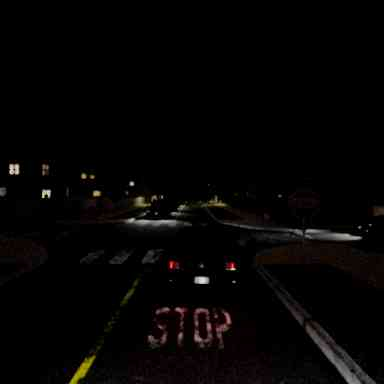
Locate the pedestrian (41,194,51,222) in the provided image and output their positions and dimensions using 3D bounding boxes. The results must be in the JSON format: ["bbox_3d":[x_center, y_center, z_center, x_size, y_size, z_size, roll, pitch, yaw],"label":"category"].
[{"bbox_3d":[-9.628,1.023,21.860,0.375,1.860,0.375,0,-2,0],"label":"pedestrian"}]

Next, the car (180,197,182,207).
[{"bbox_3d":[-2.840,1.578,49.878,1.812,1.442,4.674,0,0,0],"label":"car"}]

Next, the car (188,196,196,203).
[{"bbox_3d":[0.004,1.624,70.896,1.837,1.490,4.892,0,0,0],"label":"car"}]

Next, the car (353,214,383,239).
[{"bbox_3d":[11.539,1.876,18.943,4.181,1.385,1.994,1,-1,-1],"label":"car"}]

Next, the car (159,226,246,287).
[{"bbox_3d":[0.417,1.600,9.322,1.895,1.301,4.718,0,0,5],"label":"car"}]

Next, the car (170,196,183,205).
[{"bbox_3d":[-2.797,1.573,59.948,2.128,1.511,4.902,0,0,1],"label":"car"}]

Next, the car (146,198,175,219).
[{"bbox_3d":[-2.875,1.516,29.578,1.837,1.490,4.892,0,0,1],"label":"car"}]

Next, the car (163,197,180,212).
[{"bbox_3d":[-2.843,1.379,39.674,2.097,1.767,4.553,0,0,0],"label":"car"}]
